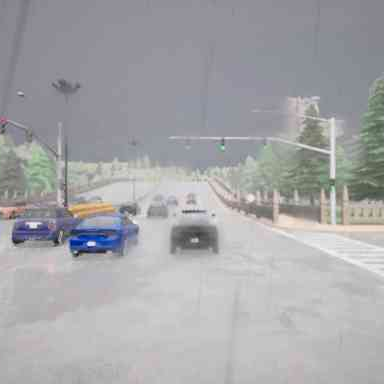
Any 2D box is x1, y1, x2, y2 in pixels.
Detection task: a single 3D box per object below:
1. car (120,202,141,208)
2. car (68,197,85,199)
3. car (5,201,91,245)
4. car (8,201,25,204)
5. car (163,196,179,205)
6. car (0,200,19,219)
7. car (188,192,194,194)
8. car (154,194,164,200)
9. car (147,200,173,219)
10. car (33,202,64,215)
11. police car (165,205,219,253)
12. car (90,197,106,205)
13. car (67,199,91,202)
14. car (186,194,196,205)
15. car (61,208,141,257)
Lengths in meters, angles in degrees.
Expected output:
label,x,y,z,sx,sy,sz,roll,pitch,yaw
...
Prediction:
label,x,y,z,sx,sy,sz,roll,pitch,yaw
car,-6.906,1.920,37.468,1.837,1.490,4.892,0,-1,0
car,-17.551,1.739,50.034,2.150,2.045,5.566,0,0,0
car,-6.904,1.537,16.605,2.097,1.767,4.553,0,-1,0
car,-14.062,1.825,30.059,2.128,1.511,4.902,0,-1,-1
car,-3.614,1.559,61.686,2.097,1.767,4.553,0,3,0
car,-17.574,1.710,32.247,2.097,1.767,4.553,0,-1,0
car,-0.186,0.832,73.942,2.128,1.511,4.902,0,6,0
car,-7.176,1.032,72.122,1.994,1.385,4.181,0,6,0
car,-3.407,1.868,34.003,2.128,1.511,4.902,0,-1,0
car,-17.507,2.016,40.779,1.994,1.385,4.181,0,-1,0
police car,0.097,1.588,14.634,1.930,1.638,5.238,0,-1,0
car,-14.045,1.998,48.954,1.882,1.535,5.008,0,0,0
car,-14.025,1.916,39.518,1.882,1.535,5.008,0,-1,1
car,-0.133,1.654,64.546,1.895,1.301,4.718,0,3,0
car,-3.402,1.631,13.724,1.882,1.535,5.008,0,-1,0
